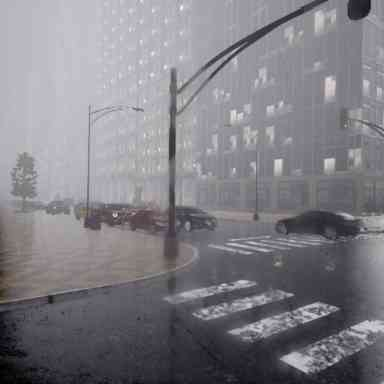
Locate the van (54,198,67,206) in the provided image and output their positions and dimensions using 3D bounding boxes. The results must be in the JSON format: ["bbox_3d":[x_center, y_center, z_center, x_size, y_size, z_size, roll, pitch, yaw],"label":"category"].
[{"bbox_3d":[-27.994,2.118,70.734,1.690,1.788,3.998,1,-1,-35],"label":"van"}]

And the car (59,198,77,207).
[{"bbox_3d":[-24.734,2.037,66.079,2.192,1.841,5.009,1,-1,-35],"label":"car"}]

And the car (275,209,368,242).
[{"bbox_3d":[6.442,1.623,17.030,1.812,1.442,4.674,1,-2,-35],"label":"car"}]

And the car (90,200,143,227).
[{"bbox_3d":[-5.519,1.575,24.029,1.967,1.590,4.097,1,-1,-35],"label":"car"}]

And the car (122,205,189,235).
[{"bbox_3d":[-2.260,1.663,19.371,1.802,1.307,4.206,1,-1,-35],"label":"car"}]

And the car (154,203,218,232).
[{"bbox_3d":[-0.313,1.635,21.119,1.837,1.490,4.892,1,-1,-33],"label":"car"}]

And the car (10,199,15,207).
[{"bbox_3d":[-31.600,2.124,61.271,2.008,1.369,4.403,1,-1,-35],"label":"car"}]

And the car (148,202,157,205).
[{"bbox_3d":[-5.175,1.834,38.145,1.967,1.590,4.097,1,-1,-35],"label":"car"}]

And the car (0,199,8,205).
[{"bbox_3d":[-41.379,2.288,75.237,2.008,1.369,4.403,1,-1,-35],"label":"car"}]

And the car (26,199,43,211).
[{"bbox_3d":[-21.819,1.960,47.304,2.008,1.369,4.403,1,-1,-35],"label":"car"}]

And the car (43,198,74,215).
[{"bbox_3d":[-15.299,1.740,37.995,1.967,1.590,4.097,1,-1,-35],"label":"car"}]

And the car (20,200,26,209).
[{"bbox_3d":[-25.079,2.030,51.960,1.947,1.339,4.313,1,-1,-35],"label":"car"}]

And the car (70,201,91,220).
[{"bbox_3d":[-8.682,1.714,28.544,1.752,1.417,4.829,1,-1,-35],"label":"car"}]

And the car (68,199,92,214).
[{"bbox_3d":[-11.997,1.818,37.830,2.128,1.511,4.902,1,-1,-35],"label":"car"}]

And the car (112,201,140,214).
[{"bbox_3d":[-8.532,1.975,42.938,1.752,1.417,4.829,1,-1,-35],"label":"car"}]

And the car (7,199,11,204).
[{"bbox_3d":[-34.859,2.210,65.926,1.802,1.307,4.206,1,-1,-35],"label":"car"}]

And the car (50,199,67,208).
[{"bbox_3d":[-24.654,2.144,61.461,1.837,1.490,4.892,1,-1,-35],"label":"car"}]

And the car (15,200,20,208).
[{"bbox_3d":[-28.339,2.063,56.616,1.887,1.381,4.507,1,-1,-35],"label":"car"}]

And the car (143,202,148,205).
[{"bbox_3d":[-6.078,1.731,29.356,1.837,1.490,4.892,1,-1,-35],"label":"car"}]
